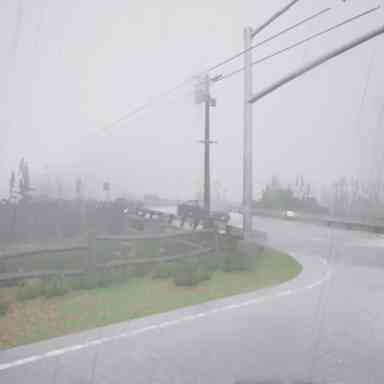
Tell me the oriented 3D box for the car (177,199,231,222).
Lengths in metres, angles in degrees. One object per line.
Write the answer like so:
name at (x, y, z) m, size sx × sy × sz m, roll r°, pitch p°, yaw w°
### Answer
car at (0.664, 1.239, 22.478) m, size 1.812 × 1.442 × 4.674 m, roll 0°, pitch 2°, yaw -32°
